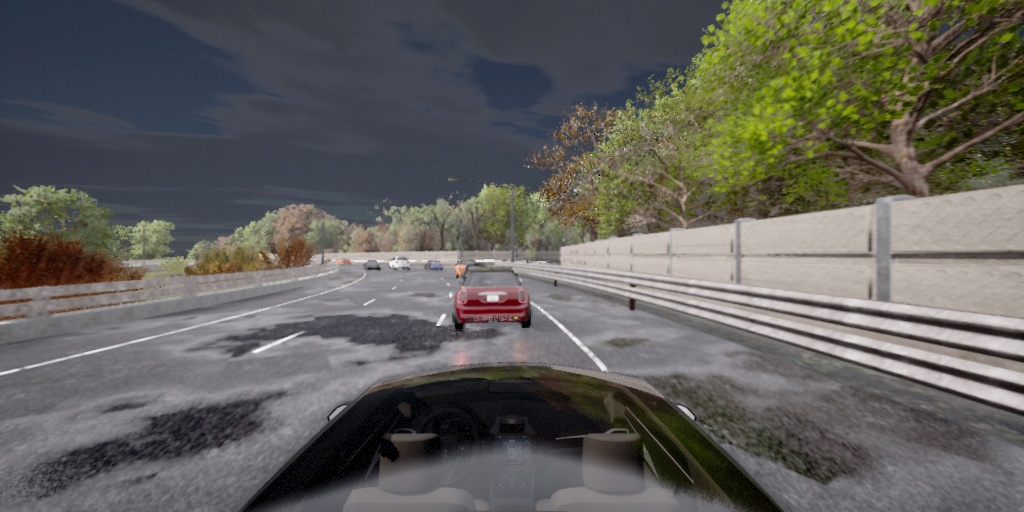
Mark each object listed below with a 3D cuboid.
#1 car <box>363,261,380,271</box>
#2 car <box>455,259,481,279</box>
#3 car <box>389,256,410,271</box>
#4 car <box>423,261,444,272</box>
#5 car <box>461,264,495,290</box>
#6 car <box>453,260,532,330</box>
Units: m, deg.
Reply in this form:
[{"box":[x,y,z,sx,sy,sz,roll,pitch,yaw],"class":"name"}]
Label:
[{"box":[-20.974,1.448,53.510,1.994,1.385,4.181,0,0,-29],"class":"car"},{"box":[-4.260,1.140,33.919,2.097,1.767,4.553,0,0,-11],"class":"car"},{"box":[-16.693,1.083,53.084,2.150,2.045,5.566,0,0,-28],"class":"car"},{"box":[-10.854,1.377,49.279,2.033,1.411,5.357,0,0,-25],"class":"car"},{"box":[-2.372,1.277,23.689,1.837,1.490,4.892,0,-1,-10],"class":"car"},{"box":[-0.663,1.112,11.392,2.097,1.767,4.553,0,0,-5],"class":"car"}]
